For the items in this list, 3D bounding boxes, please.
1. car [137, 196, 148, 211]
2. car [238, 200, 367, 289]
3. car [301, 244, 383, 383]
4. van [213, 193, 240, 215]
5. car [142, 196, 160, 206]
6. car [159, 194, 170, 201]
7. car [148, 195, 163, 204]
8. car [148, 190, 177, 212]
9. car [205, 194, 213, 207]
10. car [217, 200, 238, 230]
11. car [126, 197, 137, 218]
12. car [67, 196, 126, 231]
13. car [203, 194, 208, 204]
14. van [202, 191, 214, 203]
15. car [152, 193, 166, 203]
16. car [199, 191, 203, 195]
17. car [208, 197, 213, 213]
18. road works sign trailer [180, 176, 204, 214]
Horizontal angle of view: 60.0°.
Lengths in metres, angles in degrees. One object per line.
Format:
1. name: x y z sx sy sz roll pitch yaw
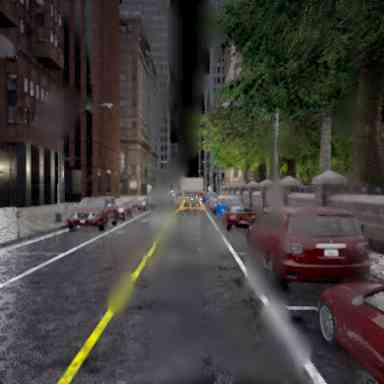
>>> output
1. car: -5.765 1.208 36.594 1.967 1.590 4.097 0 0 0
2. car: 2.760 1.275 8.982 2.192 1.841 5.009 0 0 0
3. car: 2.761 1.568 3.458 1.802 1.307 4.206 0 0 0
4. van: 2.761 1.195 25.556 1.690 1.788 3.998 0 0 0
5. car: -5.766 1.229 47.643 2.008 1.369 4.403 0 0 0
6. car: -5.767 1.045 69.739 1.947 1.339 4.313 0 1 0
7. car: -5.766 1.158 52.997 1.752 1.417 4.829 0 0 0
8. car: -3.091 0.990 36.343 2.150 2.045 5.566 0 1 0
9. car: 2.760 1.292 36.776 1.752 1.417 4.829 0 0 0
10. car: 2.761 1.439 20.034 1.887 1.381 4.507 0 0 0
11. car: -5.765 1.294 25.546 1.967 1.590 4.097 0 0 0
12. car: -5.765 1.209 20.022 2.192 1.841 5.009 0 0 0
13. car: 2.760 1.306 42.131 1.802 1.307 4.206 0 0 0
14. van: 2.760 1.020 47.653 1.690 1.788 3.998 0 0 0
15. car: -5.766 1.022 58.691 1.967 1.590 4.097 0 1 0
16. car: 2.760 0.946 53.177 2.192 1.841 5.009 0 1 0
17. car: 2.761 1.393 31.083 1.802 1.307 4.206 0 0 0
18. road works sign trailer: -0.003 0.261 32.869 2.380 3.560 2.880 0 0 0
